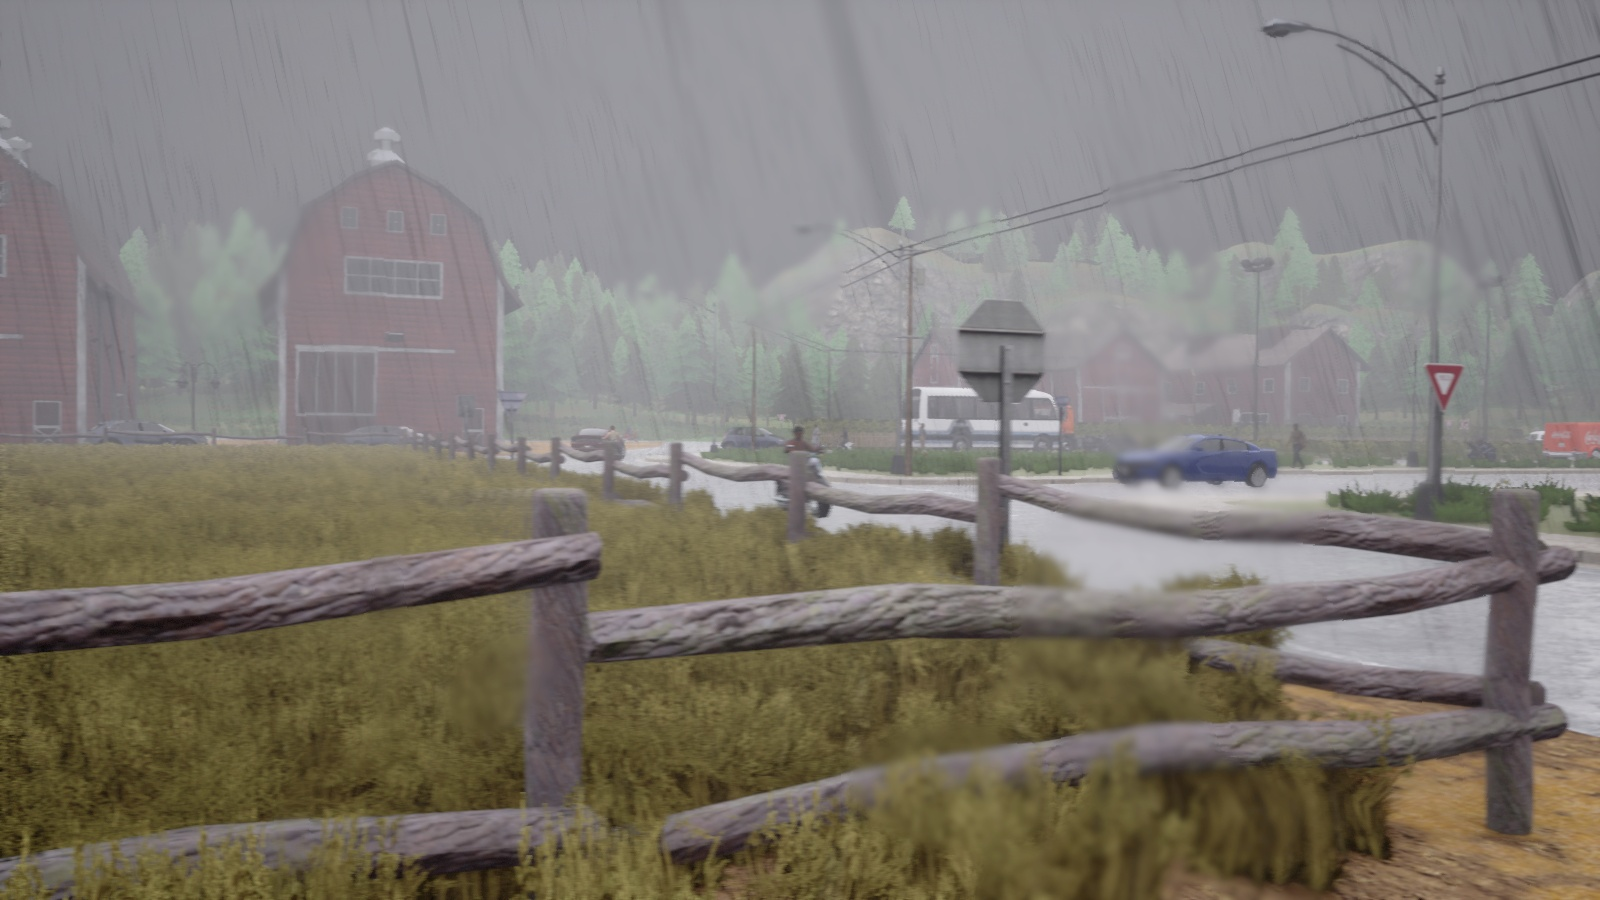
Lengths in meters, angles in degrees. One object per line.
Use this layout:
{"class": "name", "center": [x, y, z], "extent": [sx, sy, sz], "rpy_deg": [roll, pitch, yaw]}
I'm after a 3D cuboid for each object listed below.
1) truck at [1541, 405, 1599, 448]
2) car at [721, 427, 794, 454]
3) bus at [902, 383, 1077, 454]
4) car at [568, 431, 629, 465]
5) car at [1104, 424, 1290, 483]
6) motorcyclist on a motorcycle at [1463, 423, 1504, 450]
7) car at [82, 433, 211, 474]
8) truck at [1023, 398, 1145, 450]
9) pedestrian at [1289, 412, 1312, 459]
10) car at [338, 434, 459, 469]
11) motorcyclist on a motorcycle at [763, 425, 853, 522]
{"class": "truck", "center": [47.364, -1.430, 75.122], "extent": [5.204, 2.467, 2.627], "rpy_deg": [-1, 1, -22]}
{"class": "car", "center": [-2.553, -0.584, 75.668], "extent": [3.988, 1.617, 1.851], "rpy_deg": [1, 1, 15]}
{"class": "bus", "center": [11.963, -2.013, 79.320], "extent": [10.273, 4.253, 3.944], "rpy_deg": [-1, 1, -19]}
{"class": "car", "center": [-9.751, -0.150, 61.120], "extent": [1.882, 1.535, 5.008], "rpy_deg": [-1, 1, 3]}
{"class": "car", "center": [11.292, 0.067, 35.659], "extent": [5.008, 1.535, 1.882], "rpy_deg": [-1, 1, -23]}
{"class": "motorcyclist on a motorcycle", "center": [39.045, -0.767, 71.696], "extent": [2.191, 1.530, 0.866], "rpy_deg": [-1, 1, -23]}
{"class": "car", "center": [-28.307, 0.133, 54.590], "extent": [4.856, 1.649, 2.033], "rpy_deg": [-1, 1, -25]}
{"class": "truck", "center": [19.519, -1.813, 86.212], "extent": [7.936, 3.462, 2.891], "rpy_deg": [-1, 1, -22]}
{"class": "pedestrian", "center": [19.263, -0.550, 48.351], "extent": [0.869, 1.805, 0.328], "rpy_deg": [-1, 1, -30]}
{"class": "car", "center": [-18.261, 0.050, 57.283], "extent": [4.792, 1.488, 2.163], "rpy_deg": [-1, 1, -1]}
{"class": "motorcyclist on a motorcycle", "center": [0.115, 0.376, 22.547], "extent": [0.766, 1.649, 2.350], "rpy_deg": [-1, 1, -22]}
